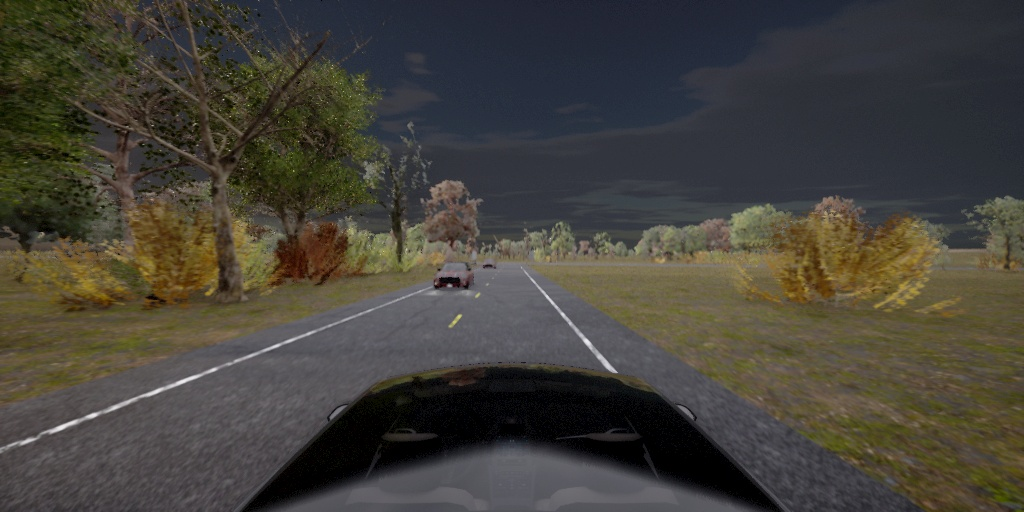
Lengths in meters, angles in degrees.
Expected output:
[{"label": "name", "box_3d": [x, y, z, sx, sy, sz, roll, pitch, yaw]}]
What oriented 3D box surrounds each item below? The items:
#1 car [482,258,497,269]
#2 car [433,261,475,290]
[{"label": "car", "box_3d": [-3.546, 1.171, 56.963, 2.097, 1.767, 4.553, 0, 0, 1]}, {"label": "car", "box_3d": [-3.604, 1.134, 22.984, 2.097, 1.767, 4.553, 0, 0, 0]}]
